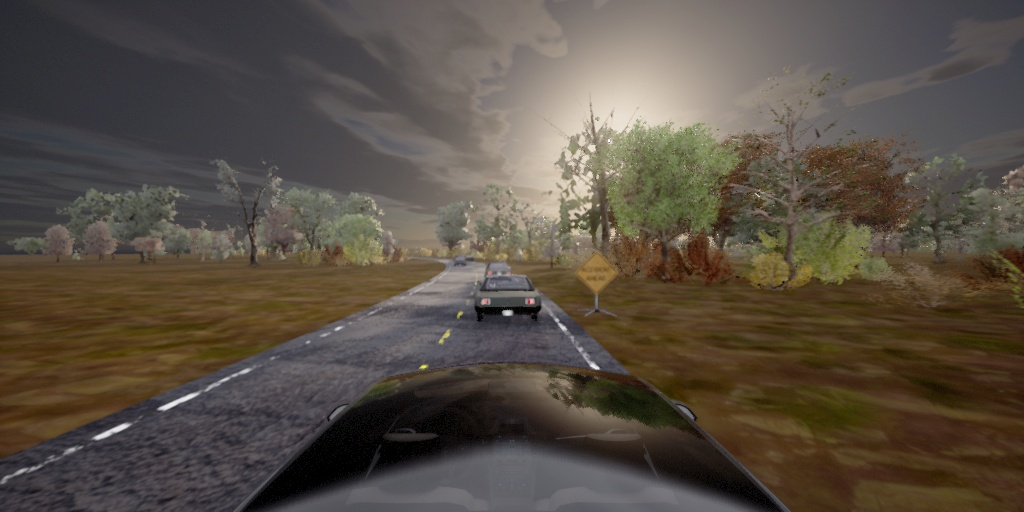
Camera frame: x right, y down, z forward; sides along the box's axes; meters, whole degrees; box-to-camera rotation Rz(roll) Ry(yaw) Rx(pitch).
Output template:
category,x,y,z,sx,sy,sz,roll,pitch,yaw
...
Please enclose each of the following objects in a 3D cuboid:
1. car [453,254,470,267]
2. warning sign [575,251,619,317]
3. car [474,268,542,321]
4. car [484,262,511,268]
category,x,y,z,sx,sy,sz,roll,pitch,yaw
car,-7.604,0.857,52.563,2.033,1.411,5.357,0,1,-9
warning sign,2.498,0.782,10.629,1.300,1.860,1.060,0,0,-2
car,-0.183,1.259,12.038,1.895,1.301,4.718,0,0,-2
car,-0.981,1.089,25.245,2.033,1.411,5.357,0,1,-4
